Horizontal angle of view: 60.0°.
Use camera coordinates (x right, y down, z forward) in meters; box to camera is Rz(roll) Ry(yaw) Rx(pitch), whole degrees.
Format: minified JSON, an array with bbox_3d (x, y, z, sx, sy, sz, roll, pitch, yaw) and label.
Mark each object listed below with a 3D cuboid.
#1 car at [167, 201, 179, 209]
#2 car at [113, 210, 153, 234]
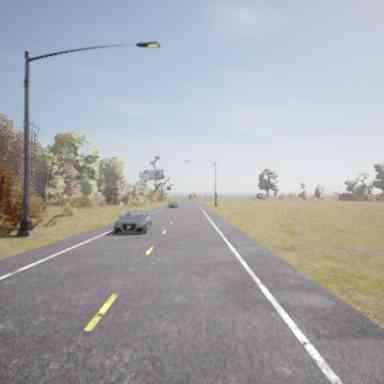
[{"bbox_3d":[-3.541,2.407,62.554,1.994,1.385,4.181,0,-1,0],"label":"car"},{"bbox_3d":[-3.607,1.848,20.999,1.994,1.385,4.181,0,-1,0],"label":"car"}]
